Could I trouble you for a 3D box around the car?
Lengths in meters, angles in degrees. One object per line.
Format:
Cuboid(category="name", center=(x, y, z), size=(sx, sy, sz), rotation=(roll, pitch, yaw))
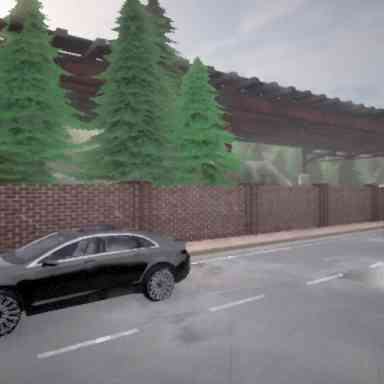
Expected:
Cuboid(category="car", center=(-2.286, 1.481, 6.656), size=(4.902, 1.511, 2.128), rotation=(0, 0, -35))
